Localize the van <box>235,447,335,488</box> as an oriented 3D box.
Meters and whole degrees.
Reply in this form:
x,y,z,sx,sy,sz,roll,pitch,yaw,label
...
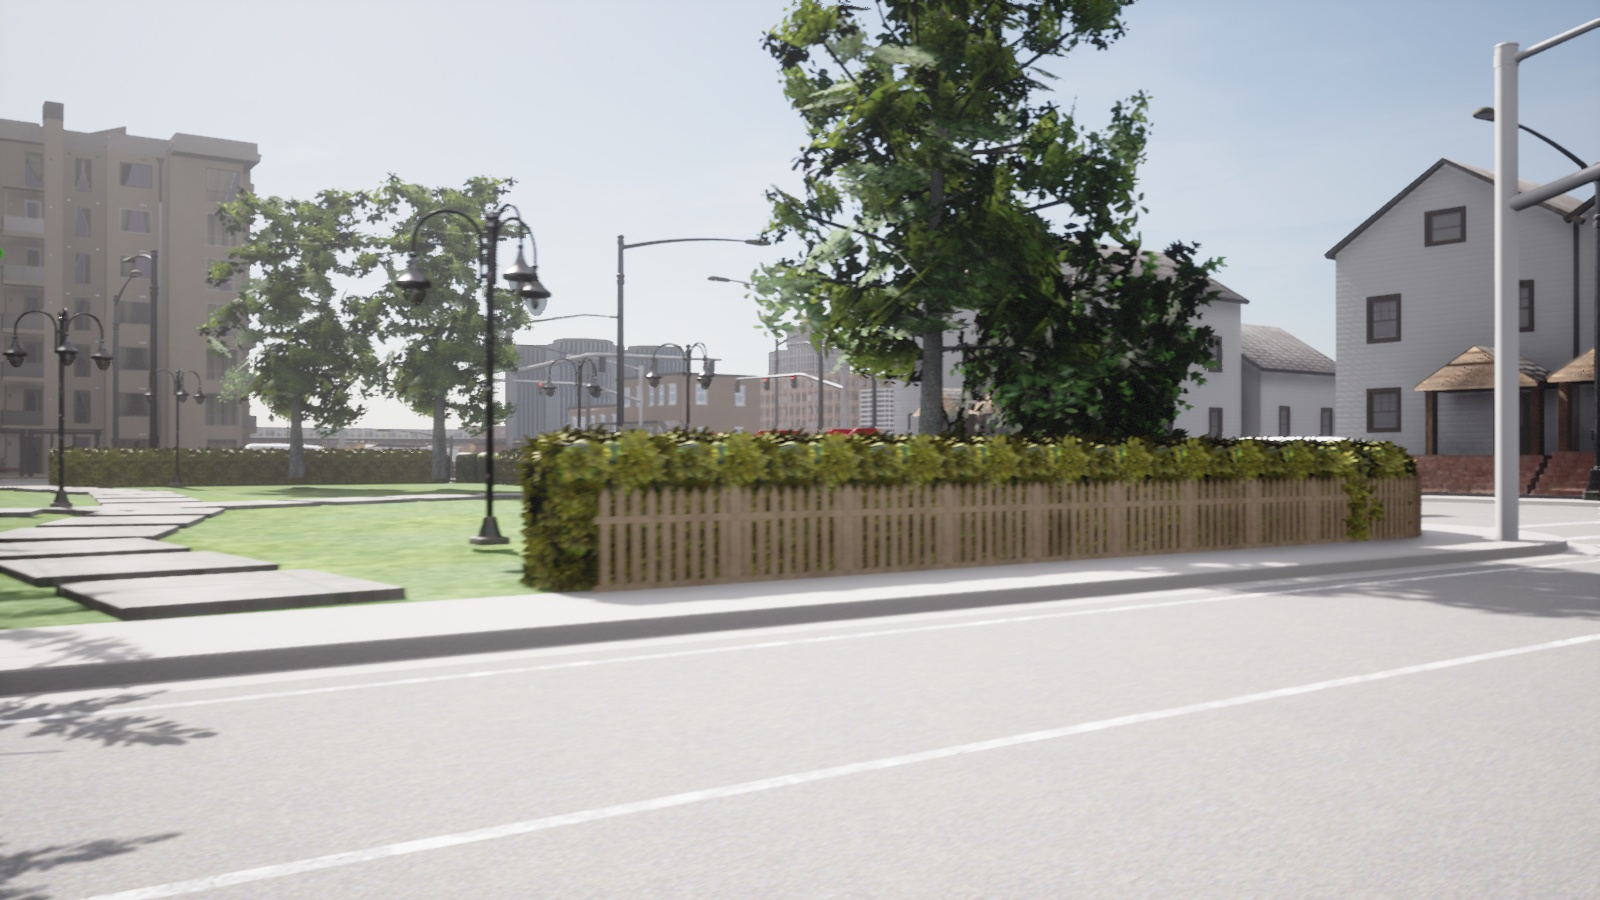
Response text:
x,y,z,sx,sy,sz,roll,pitch,yaw,label
-26.664,0.891,65.028,4.480,2.038,2.069,0,0,-34,van

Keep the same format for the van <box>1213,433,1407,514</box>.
x,y,z,sx,sy,sz,roll,pitch,yaw,label
13.752,0.613,34.110,2.069,2.038,4.480,0,0,-35,van
